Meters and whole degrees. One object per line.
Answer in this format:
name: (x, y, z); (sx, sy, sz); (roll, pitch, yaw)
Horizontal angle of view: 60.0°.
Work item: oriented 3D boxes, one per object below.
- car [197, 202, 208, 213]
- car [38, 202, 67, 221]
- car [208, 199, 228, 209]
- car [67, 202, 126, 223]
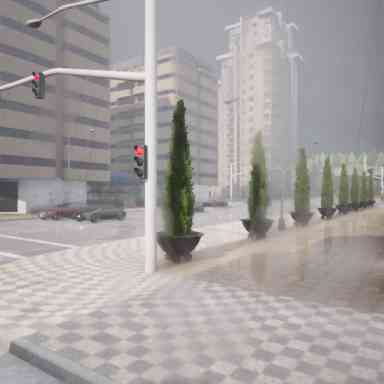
car: (-0.465, 1.620, 35.943); (1.994, 1.385, 4.181); (0, 0, 35)
car: (-10.375, 1.581, 27.679); (1.812, 1.442, 4.674); (0, 0, 34)
car: (3.209, 1.656, 47.416); (1.895, 1.301, 4.718); (0, 0, 35)
car: (-7.206, 1.619, 26.147); (1.994, 1.385, 4.181); (0, 0, 35)
